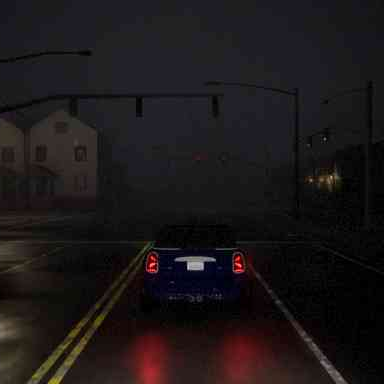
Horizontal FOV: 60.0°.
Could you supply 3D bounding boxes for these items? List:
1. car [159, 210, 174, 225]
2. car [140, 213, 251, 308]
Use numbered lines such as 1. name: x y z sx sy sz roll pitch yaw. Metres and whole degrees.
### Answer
1. car: -3.543 3.673 46.730 1.812 1.442 4.674 -1 -13 -1
2. car: 0.081 1.352 8.112 2.097 1.767 4.553 0 0 0
